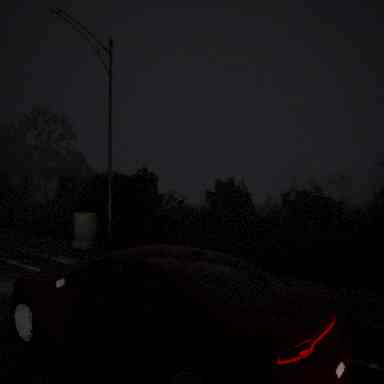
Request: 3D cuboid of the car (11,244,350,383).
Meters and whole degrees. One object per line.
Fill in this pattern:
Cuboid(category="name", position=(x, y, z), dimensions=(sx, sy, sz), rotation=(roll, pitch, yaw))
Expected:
Cuboid(category="car", position=(-0.595, 1.483, 4.598), dimensions=(5.008, 1.535, 1.882), rotation=(0, 0, 37))
